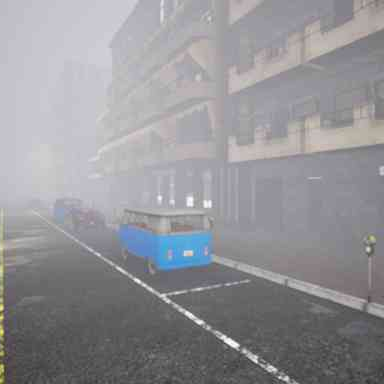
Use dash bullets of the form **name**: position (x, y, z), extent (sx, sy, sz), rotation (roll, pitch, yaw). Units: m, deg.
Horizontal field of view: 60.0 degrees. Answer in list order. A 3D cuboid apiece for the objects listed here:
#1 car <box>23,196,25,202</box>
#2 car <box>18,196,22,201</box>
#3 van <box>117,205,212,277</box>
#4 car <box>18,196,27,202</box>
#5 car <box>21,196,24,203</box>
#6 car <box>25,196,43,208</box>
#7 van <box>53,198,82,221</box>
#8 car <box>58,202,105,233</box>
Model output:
- **car**: position (-25.630, 1.532, 53.527), extent (1.752, 1.417, 4.829), rotation (0, 0, -30)
- **car**: position (-33.727, 1.568, 67.789), extent (1.887, 1.381, 4.507), rotation (0, 0, -30)
- **van**: position (-1.007, 1.336, 10.154), extent (1.690, 1.788, 3.998), rotation (0, 0, -30)
- **car**: position (-41.907, 1.589, 82.196), extent (1.887, 1.381, 4.507), rotation (0, 0, -30)
- **car**: position (-28.358, 1.538, 58.331), extent (1.752, 1.417, 4.829), rotation (0, 0, -30)
- **car**: position (-22.819, 1.569, 48.578), extent (1.947, 1.339, 4.313), rotation (0, 0, -30)
- **van**: position (-9.186, 1.336, 24.562), extent (1.690, 1.788, 3.998), rotation (0, 0, -30)
- **car**: position (-6.459, 1.539, 19.760), extent (1.887, 1.381, 4.507), rotation (0, 0, -30)
